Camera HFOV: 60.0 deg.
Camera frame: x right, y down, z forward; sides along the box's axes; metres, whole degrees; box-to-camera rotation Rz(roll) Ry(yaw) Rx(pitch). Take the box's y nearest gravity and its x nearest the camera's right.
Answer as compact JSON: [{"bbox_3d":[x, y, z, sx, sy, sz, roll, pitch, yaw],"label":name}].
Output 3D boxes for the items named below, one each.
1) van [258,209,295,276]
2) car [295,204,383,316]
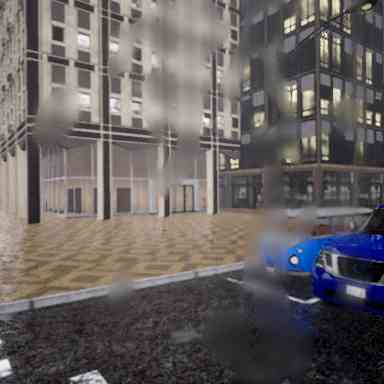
[{"bbox_3d":[3.607,1.335,9.126,3.998,1.788,1.690,0,0,-35],"label":"van"},{"bbox_3d":[4.834,1.201,6.830,5.566,2.045,2.150,0,0,-35],"label":"car"}]
